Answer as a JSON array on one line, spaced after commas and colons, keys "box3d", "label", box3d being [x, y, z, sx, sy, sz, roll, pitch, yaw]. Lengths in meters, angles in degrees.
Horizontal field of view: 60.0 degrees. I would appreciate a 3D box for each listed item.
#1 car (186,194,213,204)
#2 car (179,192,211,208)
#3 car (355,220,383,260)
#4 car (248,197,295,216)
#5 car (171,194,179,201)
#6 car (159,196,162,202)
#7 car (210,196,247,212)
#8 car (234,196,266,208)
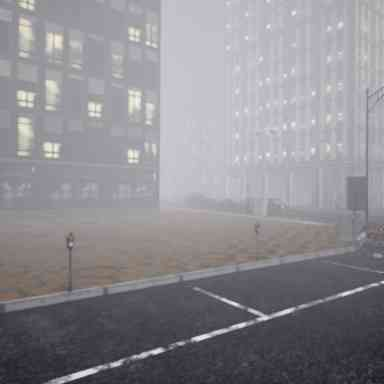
[{"box3d": [1.212, 1.057, 54.099, 1.752, 1.417, 4.829, 2, 0, -36], "label": "car"}, {"box3d": [1.039, 0.988, 39.962, 2.192, 1.841, 5.009, 2, 0, -36], "label": "car"}, {"box3d": [7.715, 1.582, 12.067, 4.097, 1.590, 1.967, 1, -1, -36], "label": "car"}, {"box3d": [7.528, 1.328, 30.900, 1.967, 1.590, 4.097, 2, 0, -36], "label": "car"}, {"box3d": [-1.939, 0.993, 58.493, 1.947, 1.339, 4.313, 2, 0, -36], "label": "car"}, {"box3d": [-6.802, 0.844, 55.446, 1.882, 1.535, 5.008, 1, 0, -35], "label": "car"}, {"box3d": [4.276, 1.362, 35.431, 1.802, 1.307, 4.206, 2, 0, -36], "label": "car"}, {"box3d": [7.804, 1.332, 44.894, 1.802, 1.307, 4.206, 2, 0, -36], "label": "car"}]
